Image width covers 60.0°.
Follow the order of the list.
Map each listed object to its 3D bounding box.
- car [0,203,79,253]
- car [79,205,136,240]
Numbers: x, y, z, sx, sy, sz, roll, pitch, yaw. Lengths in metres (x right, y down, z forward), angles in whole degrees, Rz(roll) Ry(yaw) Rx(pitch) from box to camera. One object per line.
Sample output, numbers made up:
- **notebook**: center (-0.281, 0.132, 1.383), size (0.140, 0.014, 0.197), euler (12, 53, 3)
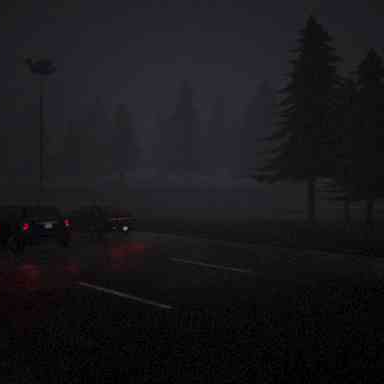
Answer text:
- **car**: center (-6.896, 1.242, 13.358), size (4.553, 1.767, 2.097), euler (1, 0, 37)
- **car**: center (-4.888, 1.382, 16.226), size (4.902, 1.511, 2.128), euler (1, 0, 37)
